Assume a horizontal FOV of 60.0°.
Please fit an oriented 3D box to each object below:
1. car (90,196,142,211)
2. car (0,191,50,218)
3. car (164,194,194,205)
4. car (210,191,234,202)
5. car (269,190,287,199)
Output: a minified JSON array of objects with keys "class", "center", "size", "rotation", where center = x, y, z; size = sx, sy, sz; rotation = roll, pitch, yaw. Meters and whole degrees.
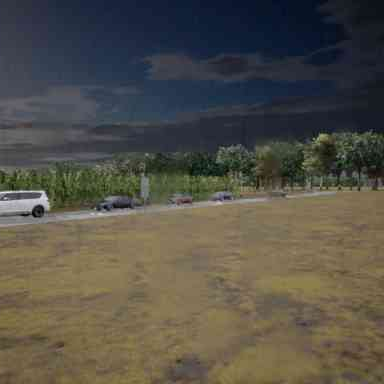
[{"class":"car","center":[-7.344,1.067,32.683],"size":[2.033,1.411,5.357],"rotation":[0,1,35]},{"class":"car","center":[-13.248,0.933,24.309],"size":[2.150,2.045,5.566],"rotation":[0,1,35]},{"class":"car","center":[-1.528,0.896,40.912],"size":[1.994,1.385,4.181],"rotation":[0,1,35]},{"class":"car","center":[4.487,0.644,49.386],"size":[1.837,1.490,4.892],"rotation":[0,1,35]},{"class":"car","center":[15.457,0.344,59.900],"size":[1.882,1.535,5.008],"rotation":[0,1,35]}]
